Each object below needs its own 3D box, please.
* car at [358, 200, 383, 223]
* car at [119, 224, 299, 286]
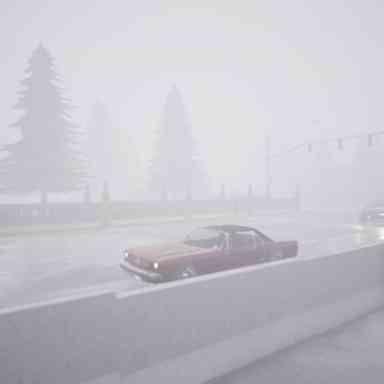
[{"bbox_3d":[12.640,1.237,21.407,4.892,1.490,1.837,0,0,-35],"label":"car"},{"bbox_3d":[0.589,1.570,8.702,4.718,1.301,1.895,-1,1,-35],"label":"car"}]
